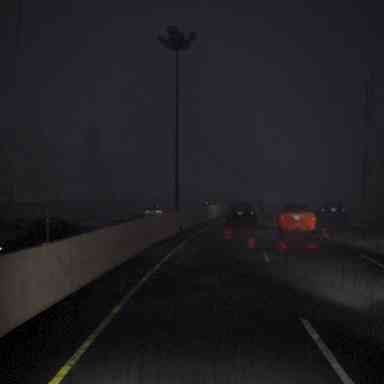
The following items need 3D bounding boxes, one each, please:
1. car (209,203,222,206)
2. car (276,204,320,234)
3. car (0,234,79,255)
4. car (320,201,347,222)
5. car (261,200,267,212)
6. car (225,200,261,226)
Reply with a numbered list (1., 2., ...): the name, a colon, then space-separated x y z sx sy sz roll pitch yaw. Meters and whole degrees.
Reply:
1. car: 3.495 1.692 52.542 2.097 1.767 4.553 0 0 15
2. car: 6.340 1.493 20.630 2.097 1.767 4.553 0 0 13
3. car: -6.095 1.617 12.483 2.033 1.411 5.357 0 0 8
4. car: 12.081 1.557 29.198 2.097 1.767 4.553 0 0 14
5. car: 8.866 1.802 44.694 1.837 1.490 4.892 0 -1 15
6. car: 3.804 1.516 24.918 2.097 1.767 4.553 0 -1 14
